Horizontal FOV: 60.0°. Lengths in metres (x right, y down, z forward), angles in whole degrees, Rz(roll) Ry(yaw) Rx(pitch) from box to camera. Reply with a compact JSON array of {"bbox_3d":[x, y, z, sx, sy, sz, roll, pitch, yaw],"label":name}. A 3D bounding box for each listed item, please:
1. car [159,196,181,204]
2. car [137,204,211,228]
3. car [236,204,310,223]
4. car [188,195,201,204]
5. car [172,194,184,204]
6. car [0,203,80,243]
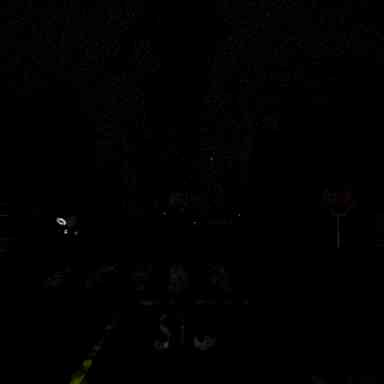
[{"bbox_3d":[-2.617,1.491,37.230,1.882,1.535,5.008,0,0,2],"label":"car"},{"bbox_3d":[-1.184,1.624,21.835,4.718,1.301,1.895,0,0,-1],"label":"car"},{"bbox_3d":[6.046,1.586,25.167,5.357,1.411,2.033,-1,-1,0],"label":"car"},{"bbox_3d":[0.385,1.366,53.162,2.097,1.767,4.553,0,0,0],"label":"car"},{"bbox_3d":[-2.544,1.491,47.639,1.882,1.535,5.008,0,0,0],"label":"car"},{"bbox_3d":[-7.509,1.293,15.101,4.553,1.767,2.097,0,-1,-1],"label":"car"}]
